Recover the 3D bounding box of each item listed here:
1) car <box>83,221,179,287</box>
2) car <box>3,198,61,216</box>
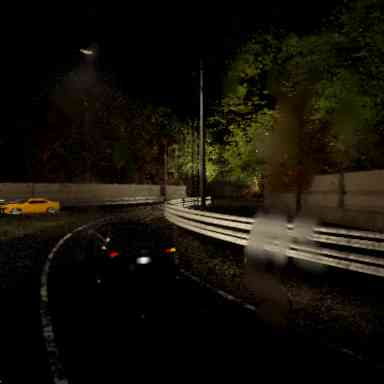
[{"bbox_3d":[-1.893,1.518,9.408,1.994,1.385,4.181,0,0,-23],"label":"car"},{"bbox_3d":[-15.188,1.369,31.661,5.008,1.535,1.882,0,0,-42],"label":"car"}]
